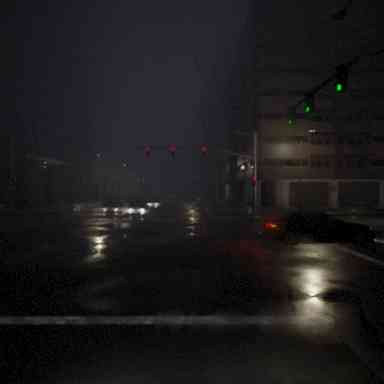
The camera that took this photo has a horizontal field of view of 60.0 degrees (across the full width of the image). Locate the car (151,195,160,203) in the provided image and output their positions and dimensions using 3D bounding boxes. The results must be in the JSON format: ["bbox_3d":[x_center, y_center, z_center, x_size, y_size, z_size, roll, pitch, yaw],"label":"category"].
[{"bbox_3d":[-7.076,1.227,61.936,2.128,1.511,4.902,0,0,0],"label":"car"}]

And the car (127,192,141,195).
[{"bbox_3d":[-10.573,0.959,61.268,2.150,2.045,5.566,0,0,1],"label":"car"}]

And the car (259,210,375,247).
[{"bbox_3d":[5.212,1.519,14.093,4.674,1.442,1.812,1,0,-1],"label":"car"}]

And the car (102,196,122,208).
[{"bbox_3d":[-10.614,1.334,44.654,1.812,1.442,4.674,0,0,0],"label":"car"}]

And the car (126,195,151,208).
[{"bbox_3d":[-7.114,1.411,44.248,1.895,1.301,4.718,0,0,0],"label":"car"}]
